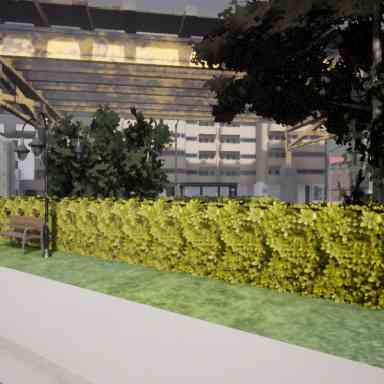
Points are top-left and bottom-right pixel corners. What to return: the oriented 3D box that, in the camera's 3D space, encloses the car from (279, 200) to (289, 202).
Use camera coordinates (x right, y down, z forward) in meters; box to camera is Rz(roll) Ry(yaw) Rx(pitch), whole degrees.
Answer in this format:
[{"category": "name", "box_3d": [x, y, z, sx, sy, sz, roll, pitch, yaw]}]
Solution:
[{"category": "car", "box_3d": [8.208, 1.504, 30.146, 4.892, 1.490, 1.837, 0, 0, -9]}]
